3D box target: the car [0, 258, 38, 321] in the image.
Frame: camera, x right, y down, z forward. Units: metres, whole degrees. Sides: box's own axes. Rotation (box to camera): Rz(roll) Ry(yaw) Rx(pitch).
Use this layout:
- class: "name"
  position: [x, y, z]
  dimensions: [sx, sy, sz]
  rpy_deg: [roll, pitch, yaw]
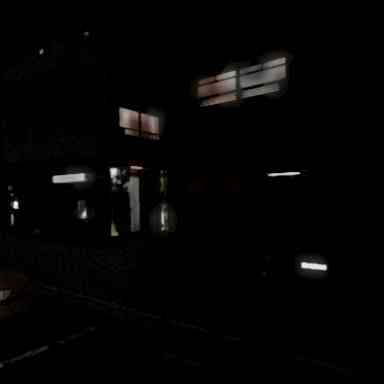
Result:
- class: "car"
  position: [-4.859, 1.566, 6.358]
  dimensions: [4.829, 1.417, 1.752]
  rpy_deg: [0, -1, 36]
